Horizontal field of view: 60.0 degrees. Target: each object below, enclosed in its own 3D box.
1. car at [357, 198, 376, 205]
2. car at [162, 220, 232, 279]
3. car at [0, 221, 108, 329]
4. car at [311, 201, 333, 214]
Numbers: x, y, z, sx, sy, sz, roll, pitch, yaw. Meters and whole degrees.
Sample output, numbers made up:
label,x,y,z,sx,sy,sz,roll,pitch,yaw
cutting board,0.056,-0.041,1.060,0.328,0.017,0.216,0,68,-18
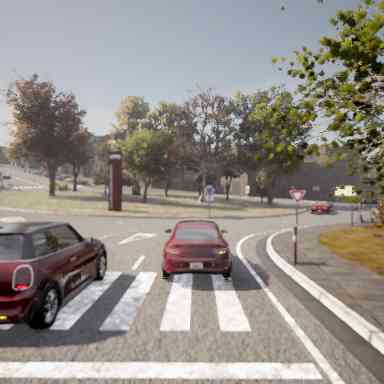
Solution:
label,x,y,z,sx,sy,sz,roll,pitch,yaw
car,29.220,1.495,55.384,5.357,1.411,2.033,3,-1,-34
car,0.140,1.583,10.162,1.812,1.442,4.674,0,0,1
car,-3.356,1.398,7.211,2.097,1.767,4.553,0,0,1
car,14.967,1.721,38.188,1.895,1.301,4.718,1,1,29
